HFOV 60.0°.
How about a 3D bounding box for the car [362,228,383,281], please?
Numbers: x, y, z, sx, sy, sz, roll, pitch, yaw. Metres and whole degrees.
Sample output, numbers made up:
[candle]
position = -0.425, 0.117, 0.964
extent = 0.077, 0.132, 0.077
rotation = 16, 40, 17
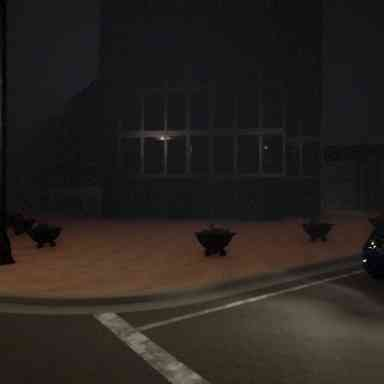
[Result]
[car]
position = 6.829, 1.247, 8.845
extent = 5.566, 2.045, 2.150
rotation = 0, 0, -35
